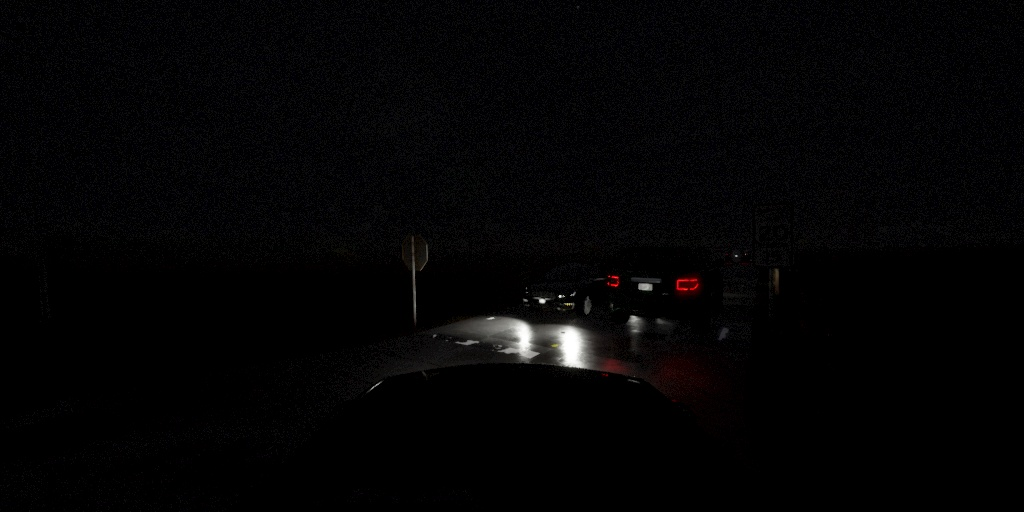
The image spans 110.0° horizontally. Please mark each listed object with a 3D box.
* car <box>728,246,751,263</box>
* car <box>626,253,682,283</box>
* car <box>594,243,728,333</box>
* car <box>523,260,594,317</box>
[{"bbox_3d":[22.123,-0.107,35.165,1.994,1.385,4.181,1,2,35],"label":"car"},{"bbox_3d":[8.053,0.590,20.115,1.994,1.385,4.181,1,3,35],"label":"car"},{"bbox_3d":[4.419,0.662,9.945,2.150,2.045,5.566,1,3,35],"label":"car"},{"bbox_3d":[2.213,0.906,11.771,1.837,1.490,4.892,1,2,35],"label":"car"}]
